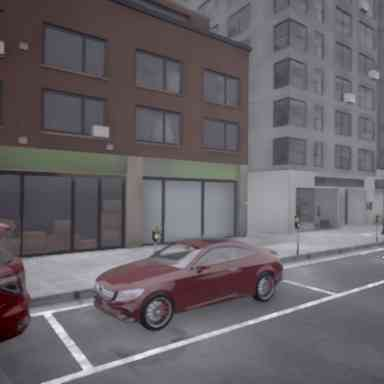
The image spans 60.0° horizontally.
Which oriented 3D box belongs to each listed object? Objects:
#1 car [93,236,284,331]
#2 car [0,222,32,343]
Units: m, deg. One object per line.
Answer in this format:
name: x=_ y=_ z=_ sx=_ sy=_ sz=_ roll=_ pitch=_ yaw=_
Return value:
car: x=0.132 y=1.619 z=6.858 sx=4.206 sy=1.307 sz=1.802 roll=1 pitch=0 yaw=-35
car: x=-4.469 y=1.299 z=3.576 sx=5.009 sy=1.841 sz=2.192 roll=1 pitch=0 yaw=-35
